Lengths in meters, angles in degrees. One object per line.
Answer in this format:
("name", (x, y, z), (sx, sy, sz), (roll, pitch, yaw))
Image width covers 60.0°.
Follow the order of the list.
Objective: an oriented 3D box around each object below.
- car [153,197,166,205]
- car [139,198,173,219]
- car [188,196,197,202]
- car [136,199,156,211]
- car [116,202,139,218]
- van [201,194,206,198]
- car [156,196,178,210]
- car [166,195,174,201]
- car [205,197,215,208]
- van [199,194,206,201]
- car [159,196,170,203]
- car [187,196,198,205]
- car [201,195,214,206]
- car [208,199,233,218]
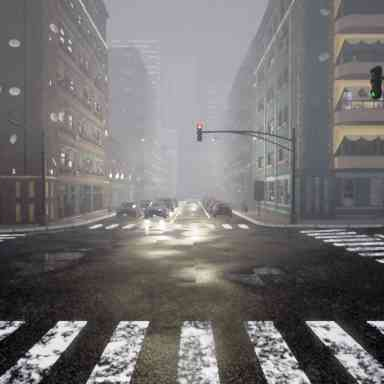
("car", (-5.654, 1.560, 57.935), (1.887, 1.381, 4.507), (0, 0, 0))
("car", (-3.079, 1.549, 29.823), (2.033, 1.411, 5.357), (0, 0, 0))
("car", (0.052, 1.451, 69.792), (1.895, 1.301, 4.718), (0, 0, 0))
("car", (-5.666, 1.572, 41.364), (1.947, 1.339, 4.313), (0, 0, 0))
("car", (-5.674, 1.568, 30.317), (1.947, 1.339, 4.313), (0, 0, 0))
("van", (2.721, 1.353, 52.393), (1.690, 1.788, 3.998), (0, 0, 0))
("car", (-3.068, 1.510, 39.941), (1.837, 1.490, 4.892), (0, 0, 0))
("car", (-5.635, 1.561, 85.382), (1.752, 1.417, 4.829), (0, 0, 0))
("car", (2.711, 1.570, 35.822), (1.947, 1.339, 4.313), (0, 0, 0))
("van", (2.745, 1.377, 85.534), (1.690, 1.788, 3.998), (-1, 0, 0))
("car", (-5.646, 1.604, 68.982), (1.802, 1.307, 4.206), (0, 0, 0))
("car", (0.044, 1.542, 59.757), (1.812, 1.442, 4.674), (0, 0, 0))
("car", (2.719, 1.554, 46.869), (1.887, 1.381, 4.507), (0, 0, 0))
("car", (2.707, 1.584, 30.299), (1.802, 1.307, 4.206), (0, 0, 0))
